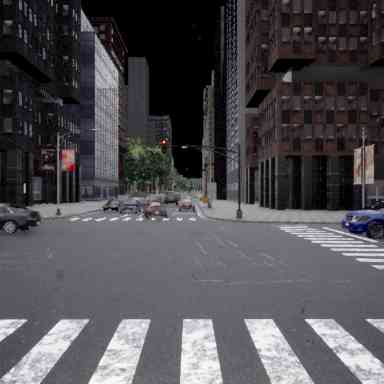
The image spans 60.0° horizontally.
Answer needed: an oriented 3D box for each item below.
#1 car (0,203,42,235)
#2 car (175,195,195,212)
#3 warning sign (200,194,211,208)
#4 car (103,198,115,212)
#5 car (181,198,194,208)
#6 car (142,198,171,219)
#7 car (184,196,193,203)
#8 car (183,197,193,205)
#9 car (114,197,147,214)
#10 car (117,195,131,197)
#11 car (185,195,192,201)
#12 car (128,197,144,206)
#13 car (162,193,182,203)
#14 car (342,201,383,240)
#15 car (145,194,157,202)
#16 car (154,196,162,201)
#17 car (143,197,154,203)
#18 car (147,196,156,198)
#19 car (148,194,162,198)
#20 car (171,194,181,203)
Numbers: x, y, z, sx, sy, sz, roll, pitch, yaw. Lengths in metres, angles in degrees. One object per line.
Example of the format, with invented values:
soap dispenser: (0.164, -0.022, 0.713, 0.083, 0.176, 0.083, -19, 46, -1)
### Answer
car: (-10.540, 1.380, 17.583, 4.892, 1.490, 1.837, 1, 0, 0)
car: (-0.586, 1.448, 39.019, 1.967, 1.590, 4.097, 0, 0, 0)
warning sign: (1.703, 1.132, 42.703, 1.300, 1.860, 1.060, 0, 0, 0)
car: (-9.111, 1.574, 38.971, 1.947, 1.339, 4.313, 0, 0, 0)
car: (-0.650, 1.615, 49.868, 1.802, 1.307, 4.206, 0, 0, 0)
car: (-3.208, 1.511, 29.328, 1.812, 1.442, 4.674, -1, 0, -9)
car: (-0.780, 1.613, 71.738, 1.752, 1.417, 4.829, 0, 0, 0)
car: (-0.715, 1.603, 60.718, 1.887, 1.381, 4.507, 0, 0, 0)
car: (-6.434, 1.548, 35.450, 2.033, 1.411, 5.357, 0, 0, -1)
car: (-9.144, 1.335, 44.397, 2.192, 1.841, 5.009, 0, 0, 0)
car: (-0.876, 1.574, 87.843, 1.967, 1.590, 4.097, 0, 0, 0)
car: (-9.206, 1.570, 55.079, 1.752, 1.417, 4.829, 0, 0, 0)
car: (-3.347, 1.270, 56.138, 2.150, 2.045, 5.566, 0, 0, 0)
car: (11.025, 1.403, 17.702, 5.566, 2.045, 2.150, 1, 0, 0)
car: (-9.337, 1.417, 76.953, 2.192, 1.841, 5.009, 0, 0, 0)
car: (-9.432, 1.696, 93.230, 1.887, 1.381, 4.507, 0, 0, 0)
car: (-9.304, 1.669, 71.527, 1.802, 1.307, 4.206, 0, 0, 0)
car: (-6.490, 1.587, 45.404, 1.994, 1.385, 4.181, 0, 0, -1)
car: (-6.530, 1.551, 55.597, 1.837, 1.490, 4.892, 0, 0, 0)
car: (-3.560, 1.453, 75.209, 2.097, 1.767, 4.553, 0, 0, 0)
